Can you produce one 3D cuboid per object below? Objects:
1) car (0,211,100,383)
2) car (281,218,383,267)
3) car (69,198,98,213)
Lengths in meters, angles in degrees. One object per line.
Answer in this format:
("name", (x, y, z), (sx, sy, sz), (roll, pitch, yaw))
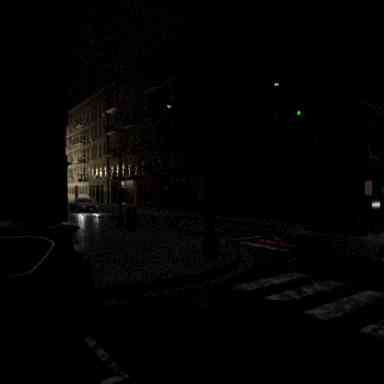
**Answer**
("car", (-3.559, 1.316, 3.649), (5.009, 1.841, 2.192), (0, 0, -36))
("car", (5.450, 1.576, 11.190), (1.895, 1.301, 4.718), (0, 0, -36))
("car", (-11.260, 1.375, 34.501), (1.812, 1.442, 4.674), (0, 0, -36))
